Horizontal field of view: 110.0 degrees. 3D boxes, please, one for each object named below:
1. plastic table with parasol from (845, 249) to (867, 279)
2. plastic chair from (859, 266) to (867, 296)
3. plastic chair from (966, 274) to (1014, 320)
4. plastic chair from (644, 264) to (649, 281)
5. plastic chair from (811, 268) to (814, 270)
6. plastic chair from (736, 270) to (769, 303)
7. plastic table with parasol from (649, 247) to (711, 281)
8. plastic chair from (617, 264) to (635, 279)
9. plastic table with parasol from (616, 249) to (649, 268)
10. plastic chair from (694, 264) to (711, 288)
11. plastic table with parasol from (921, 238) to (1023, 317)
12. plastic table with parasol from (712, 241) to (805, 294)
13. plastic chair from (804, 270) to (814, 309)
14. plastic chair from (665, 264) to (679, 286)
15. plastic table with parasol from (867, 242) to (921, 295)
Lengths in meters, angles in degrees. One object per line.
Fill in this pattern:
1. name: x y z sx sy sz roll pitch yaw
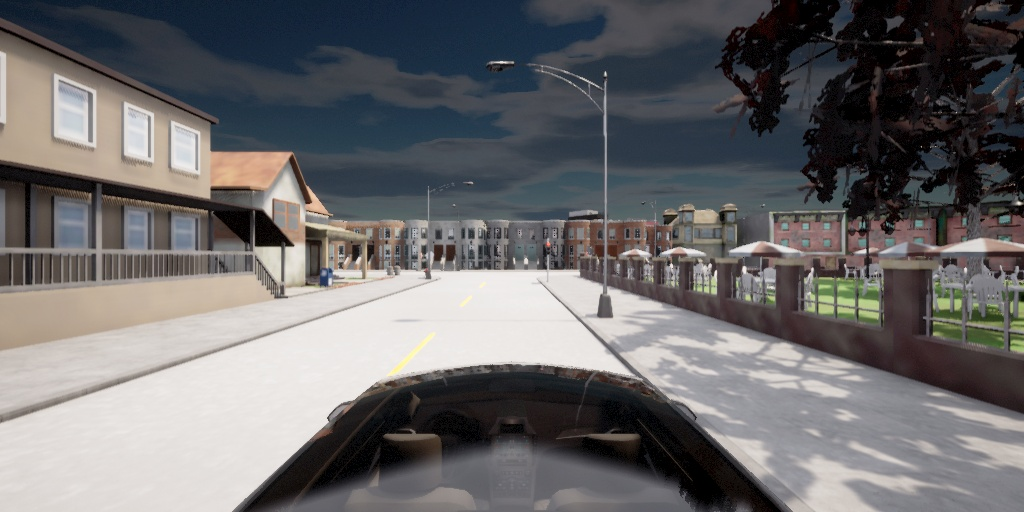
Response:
1. plastic table with parasol: 28.263 0.606 28.103 2.482 2.480 2.482 0 0 -38
2. plastic chair: 17.189 1.270 17.077 0.750 1.272 0.730 0 0 -41
3. plastic chair: 14.318 1.281 10.747 0.730 1.272 0.750 0 0 -35
4. plastic chair: 10.416 1.314 27.061 0.750 1.272 0.730 0 0 -40
5. plastic chair: 15.426 1.269 18.881 0.750 1.272 0.730 0 0 -40
6. plastic chair: 8.999 1.291 13.488 0.730 1.272 0.750 0 0 -35
7. plastic table with parasol: 10.683 0.680 22.830 2.482 2.480 2.482 0 0 -40
8. plastic chair: 8.710 1.314 27.158 0.730 1.272 0.750 0 0 -35
9. plastic table with parasol: 9.683 0.710 28.060 2.482 2.480 2.482 0 0 -40
10. plastic chair: 11.415 1.277 21.831 0.750 1.272 0.730 0 0 -40
11. plastic table with parasol: 15.292 0.669 11.649 2.482 2.480 2.482 0 0 -40
12. plastic table with parasol: 9.972 0.659 14.388 2.482 2.480 2.482 0 0 -40
13. plastic chair: 10.705 1.285 13.391 0.750 1.272 0.730 0 0 -40
14. plastic chair: 9.710 1.284 21.928 0.730 1.272 0.750 0 0 -35
15. plastic table with parasol: 17.937 0.596 16.069 2.482 2.480 2.482 0 0 -39
